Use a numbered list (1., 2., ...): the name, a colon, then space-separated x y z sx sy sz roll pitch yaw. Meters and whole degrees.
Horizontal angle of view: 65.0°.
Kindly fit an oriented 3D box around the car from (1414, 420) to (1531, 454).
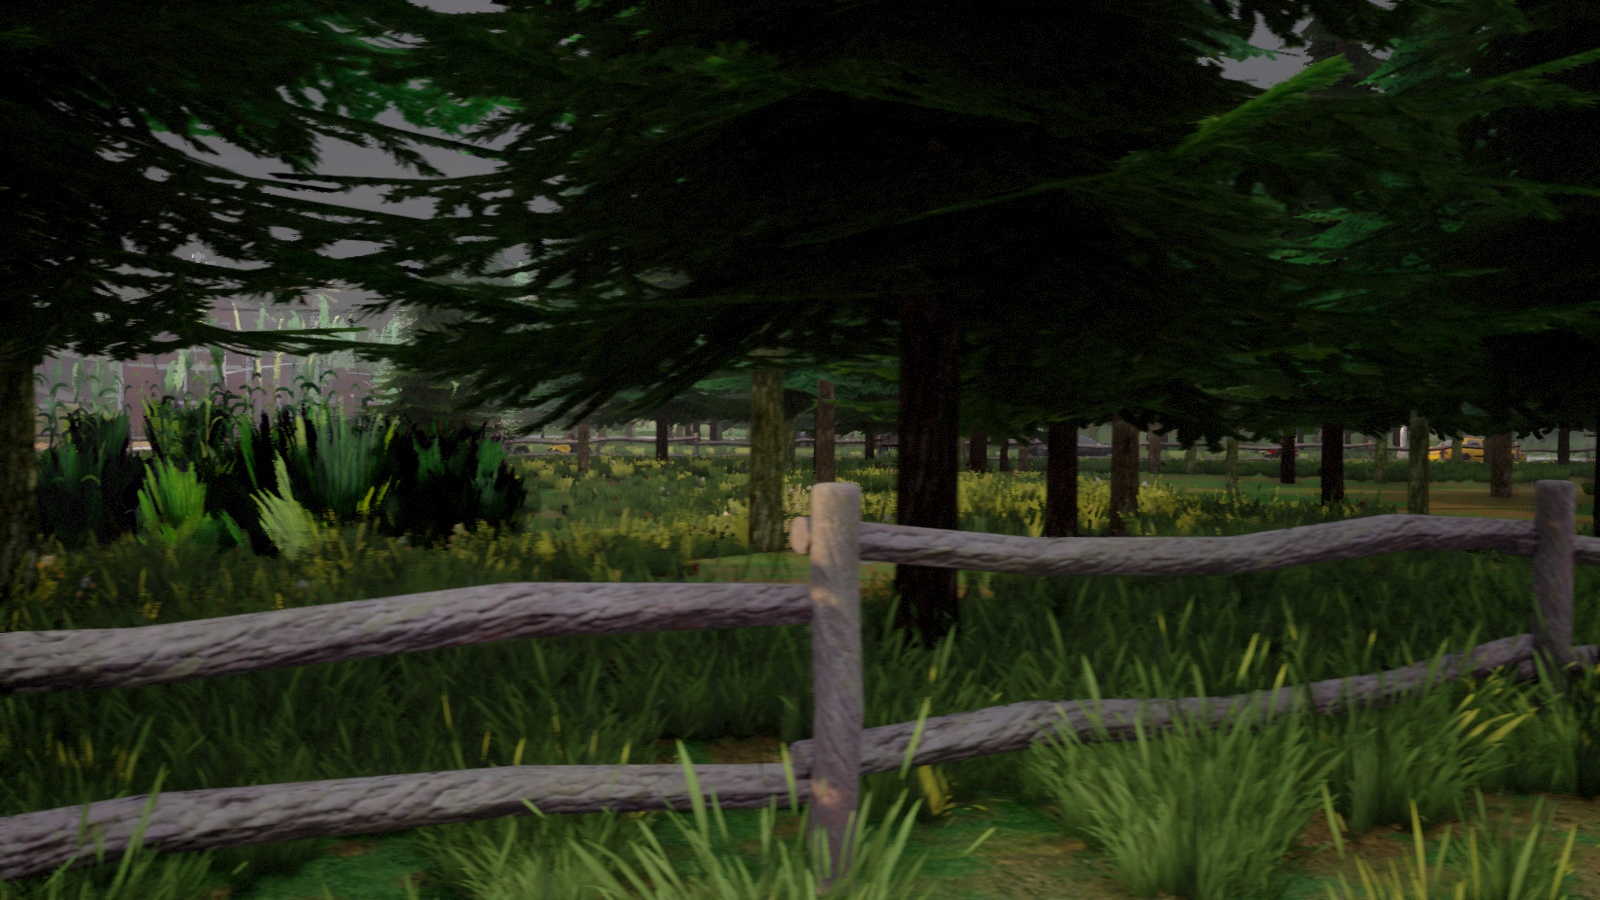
1. car: 33.138 -0.647 61.907 5.366 1.575 1.801 -1 1 -16

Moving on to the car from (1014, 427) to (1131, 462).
1. car: 12.450 -0.283 57.396 4.892 1.490 1.837 -1 1 -12

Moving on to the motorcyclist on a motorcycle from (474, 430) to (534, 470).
1. motorcyclist on a motorcycle: -12.349 0.003 52.436 2.350 1.649 0.766 -1 1 -10

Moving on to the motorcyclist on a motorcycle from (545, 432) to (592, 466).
1. motorcyclist on a motorcycle: -10.373 -0.050 56.348 2.044 1.523 0.797 -1 1 -10
